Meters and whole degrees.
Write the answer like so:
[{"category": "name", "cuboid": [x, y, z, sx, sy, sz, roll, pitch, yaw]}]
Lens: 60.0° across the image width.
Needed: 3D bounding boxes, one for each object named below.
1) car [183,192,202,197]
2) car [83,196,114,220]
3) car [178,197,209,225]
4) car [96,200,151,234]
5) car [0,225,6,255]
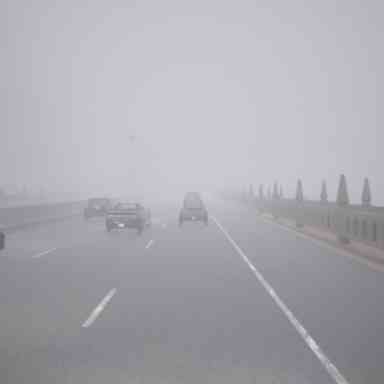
[{"category": "car", "cuboid": [0.096, 0.951, 41.008, 2.150, 2.045, 5.566, 0, 1, 0]}, {"category": "car", "cuboid": [-6.905, 1.178, 26.239, 2.097, 1.767, 4.553, 0, 0, 0]}, {"category": "car", "cuboid": [0.095, 1.344, 22.317, 2.128, 1.511, 4.902, 0, 0, 0]}, {"category": "car", "cuboid": [-3.403, 1.369, 18.428, 2.128, 1.511, 4.902, 0, 0, 0]}, {"category": "car", "cuboid": [-6.890, 1.168, 7.989, 2.150, 2.045, 5.566, 0, 0, 0]}]
